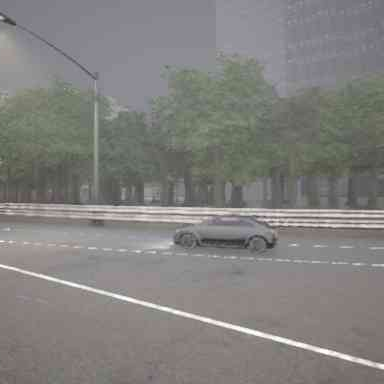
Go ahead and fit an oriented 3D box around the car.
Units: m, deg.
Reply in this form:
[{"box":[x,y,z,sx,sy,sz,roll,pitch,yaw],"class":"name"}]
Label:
[{"box":[1.358,1.598,13.497,4.181,1.385,1.994,0,0,18],"class":"car"}]
